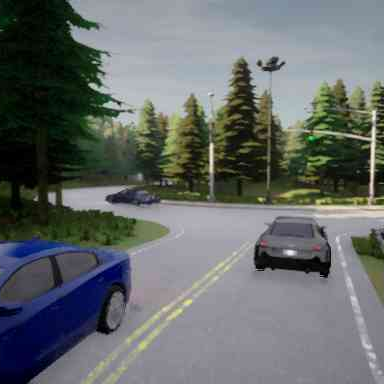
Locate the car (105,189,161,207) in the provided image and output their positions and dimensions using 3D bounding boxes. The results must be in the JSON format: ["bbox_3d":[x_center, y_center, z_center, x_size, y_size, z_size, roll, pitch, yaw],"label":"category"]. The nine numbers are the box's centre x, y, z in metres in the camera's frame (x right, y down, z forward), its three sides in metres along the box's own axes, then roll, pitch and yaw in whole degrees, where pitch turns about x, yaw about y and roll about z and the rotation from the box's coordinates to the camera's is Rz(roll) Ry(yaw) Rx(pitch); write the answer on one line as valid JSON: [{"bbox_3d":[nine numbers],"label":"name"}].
[{"bbox_3d":[-5.140,0.433,28.657,5.357,1.411,2.033,3,4,37],"label":"car"}]

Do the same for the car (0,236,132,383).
[{"bbox_3d":[-2.472,1.419,4.054,1.882,1.535,5.008,1,1,15],"label":"car"}]

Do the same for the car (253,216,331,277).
[{"bbox_3d":[3.127,1.433,10.218,1.994,1.385,4.181,1,2,19],"label":"car"}]
